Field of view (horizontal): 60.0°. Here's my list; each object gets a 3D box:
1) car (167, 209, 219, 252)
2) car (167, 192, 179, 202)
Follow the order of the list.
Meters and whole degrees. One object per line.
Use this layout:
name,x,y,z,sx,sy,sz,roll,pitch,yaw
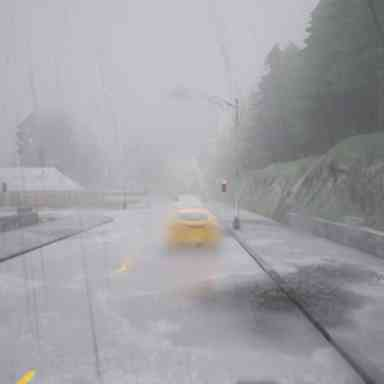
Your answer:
car,0.048,1.449,13.760,1.882,1.535,5.008,0,0,1
car,-4.013,1.078,71.163,2.150,2.045,5.566,0,0,0
